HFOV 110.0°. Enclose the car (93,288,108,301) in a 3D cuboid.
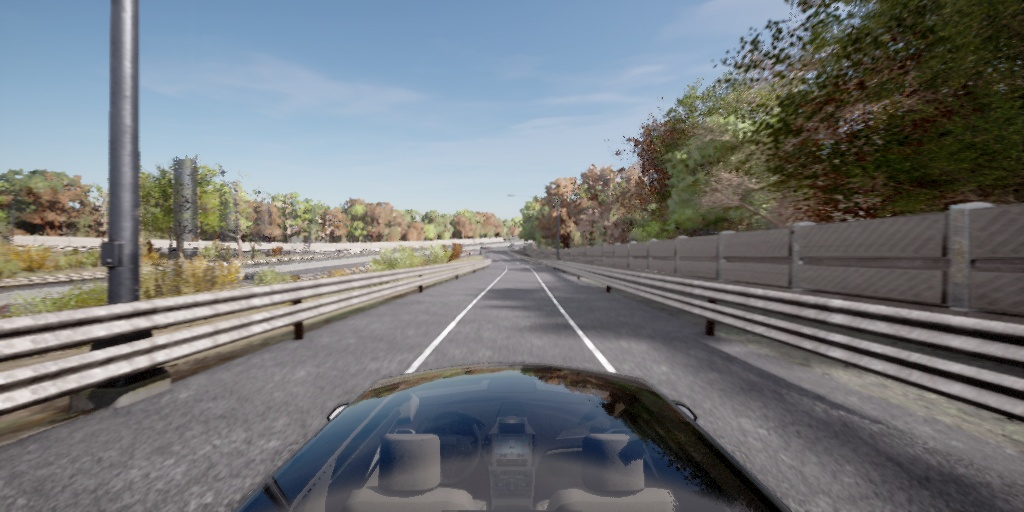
[{"bbox_3d":[-46.031,4.640,42.963,1.895,1.301,4.718,1,4,16],"label":"car"}]
